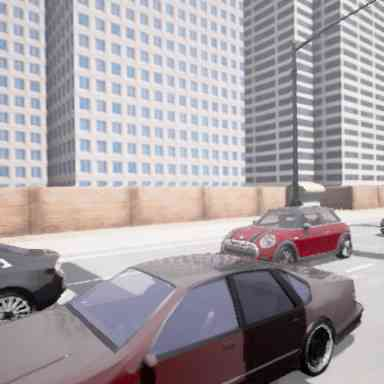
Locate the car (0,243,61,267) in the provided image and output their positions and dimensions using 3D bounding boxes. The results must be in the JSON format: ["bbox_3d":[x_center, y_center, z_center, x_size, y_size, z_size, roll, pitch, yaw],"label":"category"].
[{"bbox_3d":[-4.494,1.544,5.046,4.902,1.511,2.128,-1,0,-36],"label":"car"}]

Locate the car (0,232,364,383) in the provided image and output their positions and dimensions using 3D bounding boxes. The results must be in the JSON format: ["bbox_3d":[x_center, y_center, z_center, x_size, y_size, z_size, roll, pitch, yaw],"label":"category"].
[{"bbox_3d":[-0.054,1.543,3.960,5.357,1.411,2.033,-1,0,-36],"label":"car"}]

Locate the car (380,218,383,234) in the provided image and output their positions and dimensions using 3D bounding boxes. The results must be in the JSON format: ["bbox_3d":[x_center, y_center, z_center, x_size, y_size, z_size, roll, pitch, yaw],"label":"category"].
[{"bbox_3d":[11.148,1.325,16.417,4.892,1.490,1.837,-1,0,-36],"label":"car"}]

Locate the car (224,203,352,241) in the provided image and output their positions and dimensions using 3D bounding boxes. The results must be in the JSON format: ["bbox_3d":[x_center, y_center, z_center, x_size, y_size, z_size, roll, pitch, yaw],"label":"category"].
[{"bbox_3d":[3.058,1.292,10.551,4.553,1.767,2.097,-1,0,-36],"label":"car"}]
